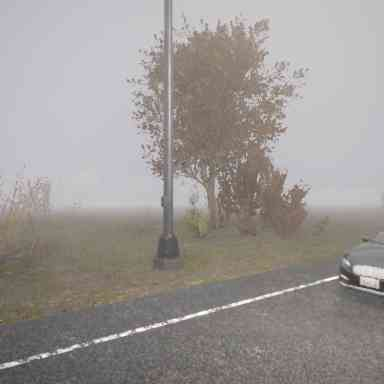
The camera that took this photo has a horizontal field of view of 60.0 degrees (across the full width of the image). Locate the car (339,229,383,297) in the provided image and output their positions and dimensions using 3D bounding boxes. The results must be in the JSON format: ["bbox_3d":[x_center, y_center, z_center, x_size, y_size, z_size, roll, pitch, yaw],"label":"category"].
[{"bbox_3d":[5.441,1.494,7.896,4.902,1.511,2.128,0,0,-36],"label":"car"}]
